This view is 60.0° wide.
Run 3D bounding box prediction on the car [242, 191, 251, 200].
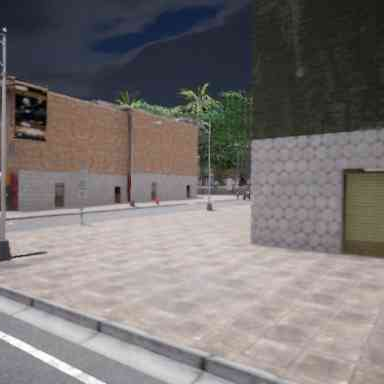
[{"bbox_3d":[8.950,0.422,46.785,2.033,1.411,5.357,1,2,36],"label":"car"}]
